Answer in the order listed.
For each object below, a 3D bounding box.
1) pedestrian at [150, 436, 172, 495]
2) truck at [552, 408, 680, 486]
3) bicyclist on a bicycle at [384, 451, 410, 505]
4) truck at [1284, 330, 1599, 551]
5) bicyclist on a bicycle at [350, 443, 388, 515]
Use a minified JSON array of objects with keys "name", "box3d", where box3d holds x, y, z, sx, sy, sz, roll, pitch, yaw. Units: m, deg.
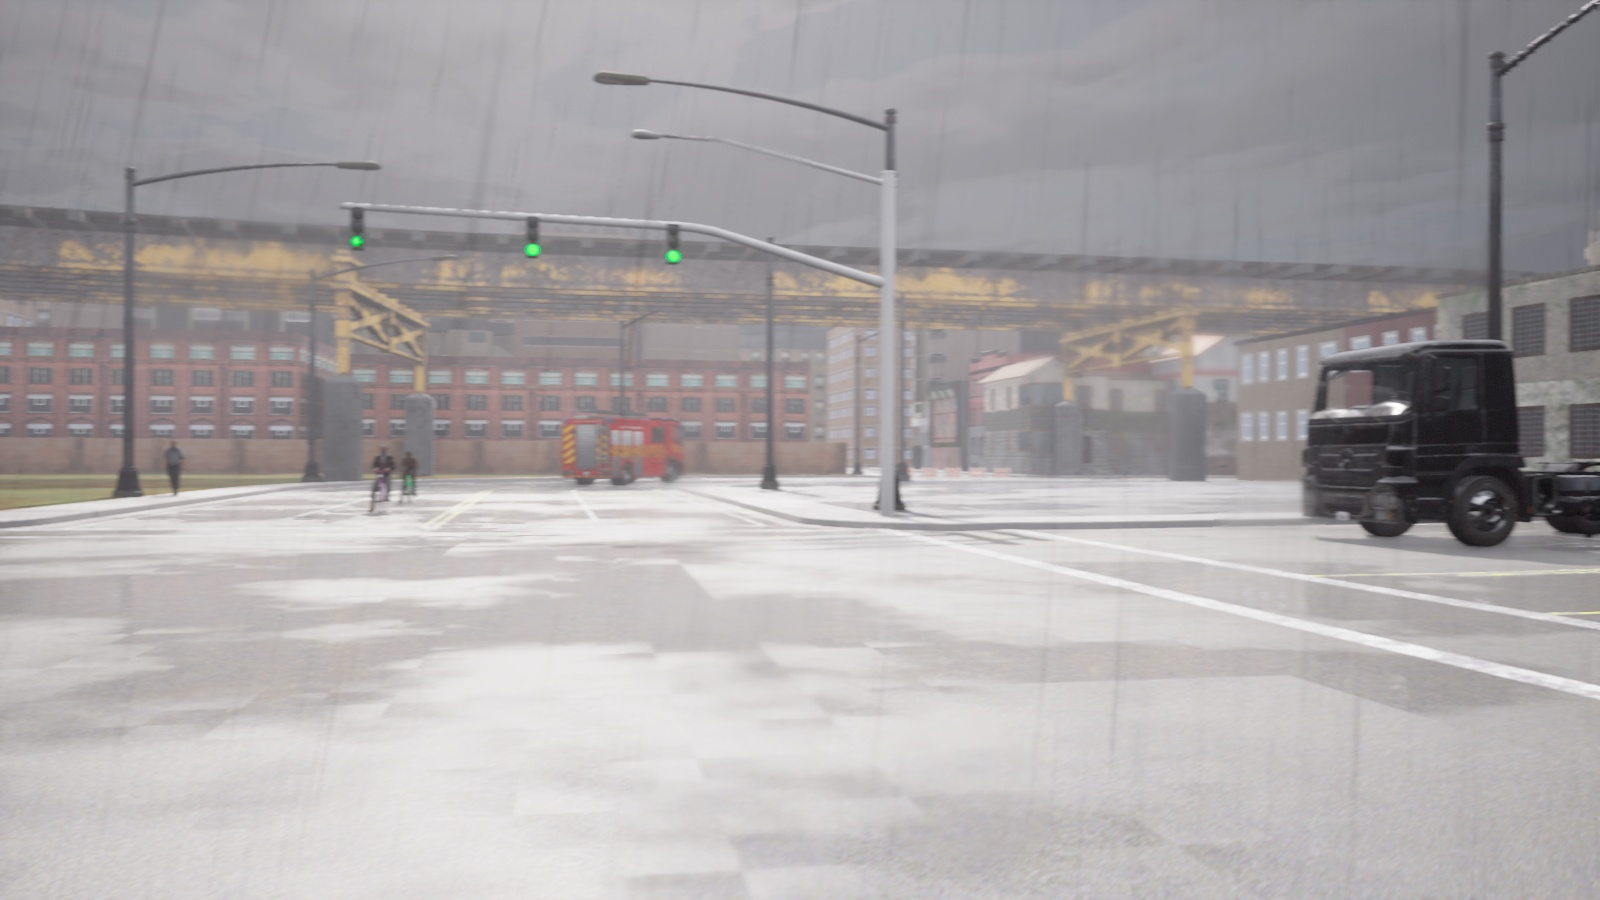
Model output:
[{"name":"pedestrian","box3d":[-20.238,0.502,39.792,0.540,1.848,0.694,0,0,-20]},{"name":"truck","box3d":[-9.532,-0.130,66.238,2.891,3.827,8.468,0,0,21]},{"name":"bicyclist on a bicycle","box3d":[-12.323,0.838,38.405,0.582,1.620,1.656,0,0,-12]},{"name":"truck","box3d":[12.860,-0.170,21.847,7.936,3.462,2.891,0,0,-11]},{"name":"bicyclist on a bicycle","box3d":[-10.952,0.732,31.962,0.659,1.776,1.843,0,-1,-12]}]
